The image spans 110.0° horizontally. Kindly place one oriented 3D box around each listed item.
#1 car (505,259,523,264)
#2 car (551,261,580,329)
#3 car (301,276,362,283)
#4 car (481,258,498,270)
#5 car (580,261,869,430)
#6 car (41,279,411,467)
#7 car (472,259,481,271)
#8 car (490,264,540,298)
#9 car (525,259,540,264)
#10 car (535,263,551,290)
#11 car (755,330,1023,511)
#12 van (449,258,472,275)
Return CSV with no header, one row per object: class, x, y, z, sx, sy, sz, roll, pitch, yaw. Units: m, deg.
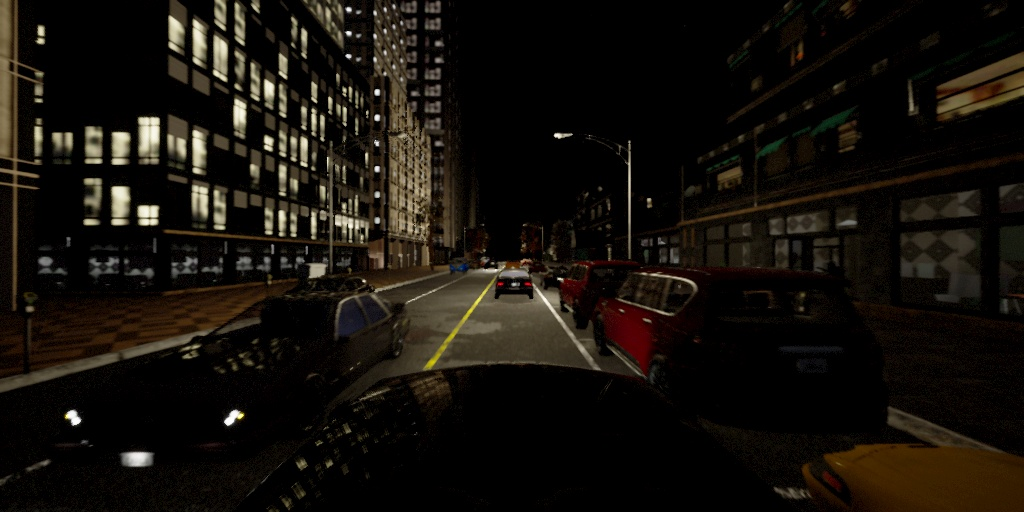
car,0.086,1.218,46.422,1.882,1.535,5.008,0,0,0
car,2.687,1.061,11.138,2.192,1.841,5.009,0,0,0
car,-5.693,1.311,11.138,1.948,1.339,4.313,0,0,0
car,-3.019,1.307,52.738,1.994,1.385,4.181,0,0,0
car,2.689,1.063,5.602,2.192,1.841,5.009,0,0,0
car,-3.102,1.296,5.627,2.033,1.411,5.357,0,0,0
car,-5.705,1.266,49.727,1.751,1.417,4.829,0,0,0
car,0.096,1.291,18.244,2.033,1.411,5.357,0,0,0
car,2.679,1.322,38.823,1.802,1.307,4.207,0,0,0
car,2.684,1.308,22.212,1.948,1.339,4.313,0,0,0
car,2.691,1.276,0.235,1.751,1.417,4.829,0,0,0
van,-5.702,1.080,38.823,1.690,1.789,3.998,0,0,0
